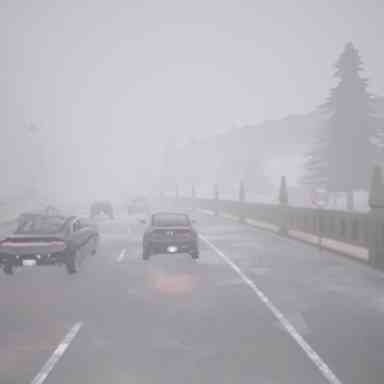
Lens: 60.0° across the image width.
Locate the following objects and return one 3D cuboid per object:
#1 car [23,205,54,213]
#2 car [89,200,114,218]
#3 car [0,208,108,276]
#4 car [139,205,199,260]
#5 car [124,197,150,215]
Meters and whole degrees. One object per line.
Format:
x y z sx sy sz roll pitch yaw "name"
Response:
-9.320 1.499 20.571 1.812 1.442 4.674 0 0 -12 "car"
-7.937 1.444 29.248 1.837 1.490 4.892 0 0 -16 "car"
-4.155 1.475 10.386 2.128 1.511 4.902 0 0 -6 "car"
-0.877 1.468 12.424 1.837 1.490 4.892 0 0 -7 "car"
-5.517 1.269 33.128 2.097 1.767 4.553 0 0 -18 "car"
